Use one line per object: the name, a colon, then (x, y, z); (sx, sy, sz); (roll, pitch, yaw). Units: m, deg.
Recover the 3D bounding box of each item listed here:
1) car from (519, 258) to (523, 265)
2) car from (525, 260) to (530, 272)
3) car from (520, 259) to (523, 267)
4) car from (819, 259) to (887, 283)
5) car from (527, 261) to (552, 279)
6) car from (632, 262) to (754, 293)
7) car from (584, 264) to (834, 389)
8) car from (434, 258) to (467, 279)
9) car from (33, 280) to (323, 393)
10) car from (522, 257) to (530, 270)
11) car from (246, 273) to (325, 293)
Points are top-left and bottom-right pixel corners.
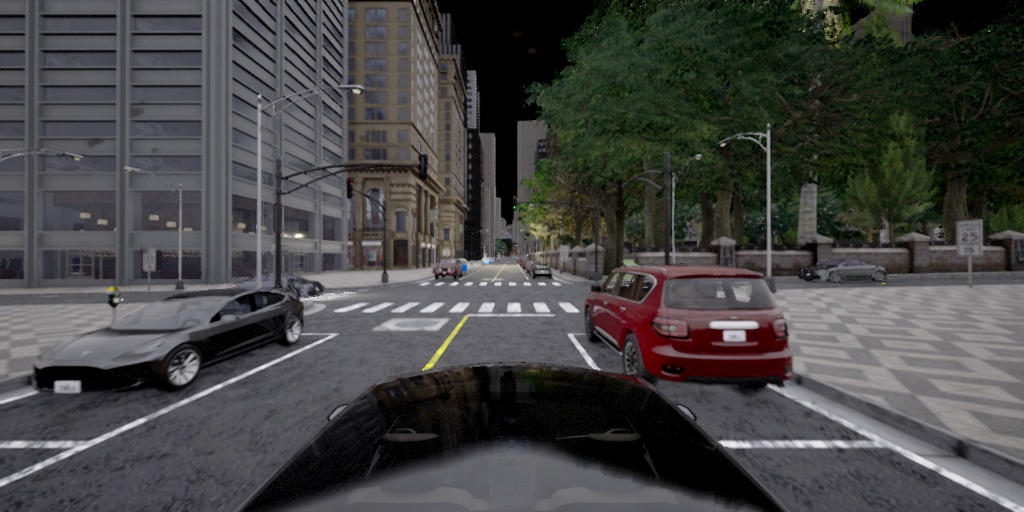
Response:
car: (2.625, 1.414, 60.494); (1.888, 1.381, 4.507); (0, 0, 0)
car: (2.677, 1.418, 38.812); (1.802, 1.307, 4.207); (0, 0, 0)
car: (2.638, 1.444, 55.074); (1.802, 1.307, 4.207); (0, 0, 0)
car: (20.095, 0.900, 21.891); (4.181, 1.385, 1.994); (-1, 0, 0)
car: (2.690, 1.392, 33.392); (1.948, 1.339, 4.313); (0, 0, 0)
car: (9.346, 1.100, 18.818); (5.357, 1.411, 2.033); (-1, 0, 0)
car: (2.753, 1.080, 6.833); (2.192, 1.841, 5.009); (0, 0, 0)
car: (-5.835, 1.142, 33.391); (2.192, 1.841, 5.009); (0, 0, 0)
car: (-5.773, 1.332, 6.831); (1.948, 1.339, 4.313); (0, 0, 0)
car: (2.664, 1.286, 44.233); (1.967, 1.591, 4.097); (0, 0, 0)
car: (-12.244, 1.585, 18.866); (4.181, 1.385, 1.994); (-1, 0, 0)
